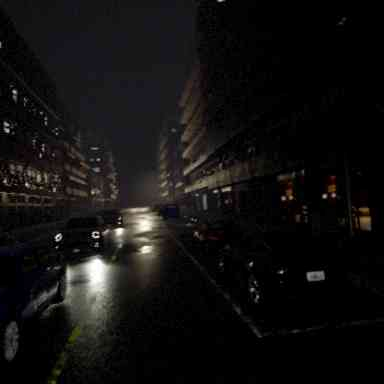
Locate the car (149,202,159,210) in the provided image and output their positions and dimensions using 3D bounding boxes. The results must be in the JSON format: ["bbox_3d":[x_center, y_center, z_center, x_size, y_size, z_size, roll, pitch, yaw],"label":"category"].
[{"bbox_3d":[-9.731,3.482,84.973,2.192,1.841,5.009,-3,-1,-9],"label":"car"}]

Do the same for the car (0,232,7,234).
[{"bbox_3d":[-7.245,2.223,12.158,1.887,1.381,4.507,-3,-1,-9],"label":"car"}]

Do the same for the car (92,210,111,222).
[{"bbox_3d":[-12.205,3.173,45.200,1.947,1.339,4.313,-3,-1,-9],"label":"car"}]

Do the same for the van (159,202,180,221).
[{"bbox_3d":[-2.289,2.112,35.408,1.690,1.788,3.998,-3,-1,-9],"label":"van"}]

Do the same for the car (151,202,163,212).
[{"bbox_3d":[-7.251,3.016,68.451,2.192,1.841,5.009,-3,-1,-9],"label":"car"}]

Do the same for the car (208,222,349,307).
[{"bbox_3d":[1.858,1.564,7.867,1.947,1.339,4.313,-3,-1,-9],"label":"car"}]

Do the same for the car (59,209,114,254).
[{"bbox_3d":[-5.292,1.978,16.417,2.097,1.767,4.553,-4,-1,-8],"label":"car"}]

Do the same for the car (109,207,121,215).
[{"bbox_3d":[-15.514,3.772,67.230,1.887,1.381,4.507,-3,-1,-9],"label":"car"}]

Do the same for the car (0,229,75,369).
[{"bbox_3d":[-3.761,1.818,6.255,1.882,1.535,5.008,-4,-1,-9],"label":"car"}]

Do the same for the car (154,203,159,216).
[{"bbox_3d":[-3.931,2.625,46.417,1.887,1.381,4.507,-3,-1,-9],"label":"car"}]

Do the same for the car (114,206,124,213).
[{"bbox_3d":[-17.166,4.119,78.243,1.802,1.307,4.206,-3,-1,-9],"label":"car"}]

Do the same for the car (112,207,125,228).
[{"bbox_3d":[-7.444,2.383,30.918,2.097,1.767,4.553,-4,-1,-8],"label":"car"}]

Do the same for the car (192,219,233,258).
[{"bbox_3d":[1.032,1.734,13.374,1.802,1.307,4.206,-3,-1,-9],"label":"car"}]

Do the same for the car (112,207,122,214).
[{"bbox_3d":[-16.339,3.964,72.736,1.802,1.307,4.206,-3,-1,-9],"label":"car"}]

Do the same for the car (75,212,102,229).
[{"bbox_3d":[-10.551,2.863,34.186,1.947,1.339,4.313,-3,-1,-9],"label":"car"}]

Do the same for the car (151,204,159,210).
[{"bbox_3d":[-8.919,3.541,79.629,1.752,1.417,4.829,-3,-1,-9],"label":"car"}]

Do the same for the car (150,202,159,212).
[{"bbox_3d":[-6.424,2.861,62.944,2.192,1.841,5.009,-3,-1,-9],"label":"car"}]
